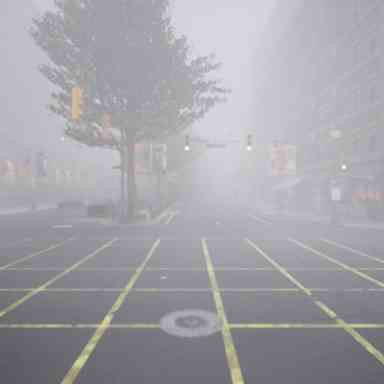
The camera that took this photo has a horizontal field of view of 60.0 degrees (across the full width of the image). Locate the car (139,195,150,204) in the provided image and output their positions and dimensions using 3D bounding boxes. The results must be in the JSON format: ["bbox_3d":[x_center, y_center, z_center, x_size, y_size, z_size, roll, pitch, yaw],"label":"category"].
[{"bbox_3d":[-8.015,1.272,54.161,2.033,1.411,5.357,0,0,0],"label":"car"}]

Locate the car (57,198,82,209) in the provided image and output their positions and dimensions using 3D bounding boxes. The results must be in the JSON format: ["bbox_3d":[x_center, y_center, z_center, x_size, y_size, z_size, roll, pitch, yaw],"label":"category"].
[{"bbox_3d":[-14.747,1.388,40.632,1.895,1.301,4.718,0,0,0],"label":"car"}]

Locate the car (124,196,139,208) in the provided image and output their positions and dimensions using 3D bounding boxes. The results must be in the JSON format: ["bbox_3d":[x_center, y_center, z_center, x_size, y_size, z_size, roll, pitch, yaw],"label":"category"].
[{"bbox_3d":[-8.080,1.358,40.532,1.994,1.385,4.181,0,0,0],"label":"car"}]

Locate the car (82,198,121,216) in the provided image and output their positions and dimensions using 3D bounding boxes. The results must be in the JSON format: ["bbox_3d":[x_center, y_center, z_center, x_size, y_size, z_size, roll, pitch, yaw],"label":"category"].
[{"bbox_3d":[-8.096,1.322,30.485,1.882,1.535,5.008,0,0,0],"label":"car"}]
